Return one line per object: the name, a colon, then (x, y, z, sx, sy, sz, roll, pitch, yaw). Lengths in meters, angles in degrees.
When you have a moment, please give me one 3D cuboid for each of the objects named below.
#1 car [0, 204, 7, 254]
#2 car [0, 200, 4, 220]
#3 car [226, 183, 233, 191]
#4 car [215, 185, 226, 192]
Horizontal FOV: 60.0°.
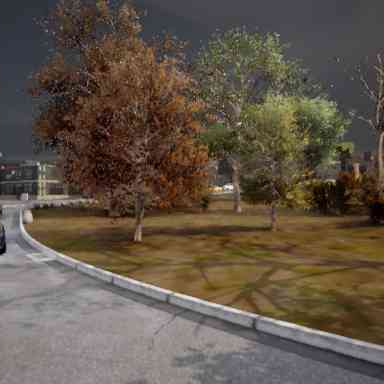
car: (-8.341, 1.282, 12.478, 2.097, 1.767, 4.553, 0, 1, -35)
car: (-15.543, 1.359, 25.448, 1.895, 1.301, 4.718, 0, 0, -27)
car: (10.697, -1.418, 93.779, 5.566, 2.045, 2.435, -4, 2, -32)
car: (5.773, -0.815, 90.747, 5.366, 1.575, 1.946, -4, 2, -32)
